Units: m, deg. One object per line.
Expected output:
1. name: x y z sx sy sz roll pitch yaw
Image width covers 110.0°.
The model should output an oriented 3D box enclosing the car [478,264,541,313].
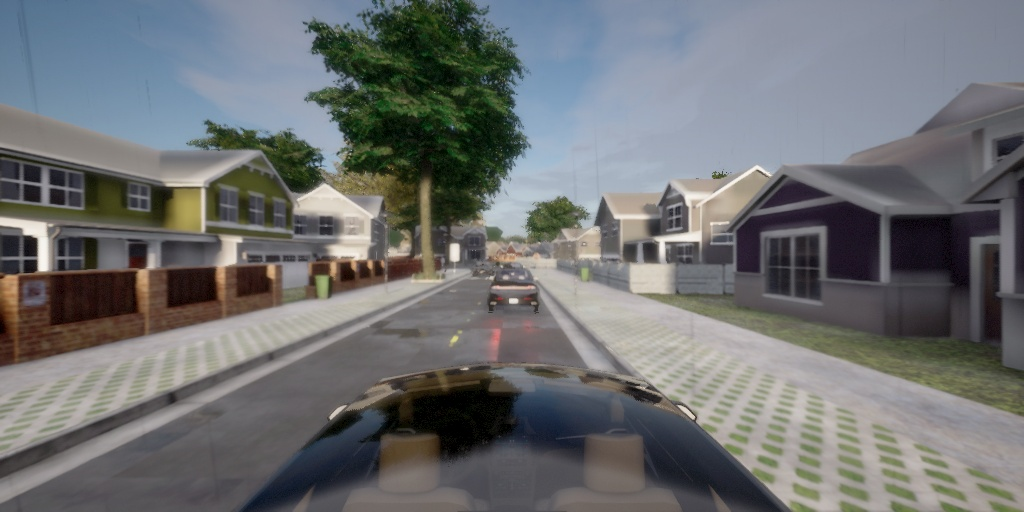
1. car: 0.071 1.245 14.070 2.128 1.511 4.902 0 0 0

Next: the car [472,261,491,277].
1. car: -2.820 1.252 35.442 1.837 1.490 4.892 0 0 0

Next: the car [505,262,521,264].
1. car: 0.070 1.226 29.242 1.882 1.535 5.008 0 0 0
